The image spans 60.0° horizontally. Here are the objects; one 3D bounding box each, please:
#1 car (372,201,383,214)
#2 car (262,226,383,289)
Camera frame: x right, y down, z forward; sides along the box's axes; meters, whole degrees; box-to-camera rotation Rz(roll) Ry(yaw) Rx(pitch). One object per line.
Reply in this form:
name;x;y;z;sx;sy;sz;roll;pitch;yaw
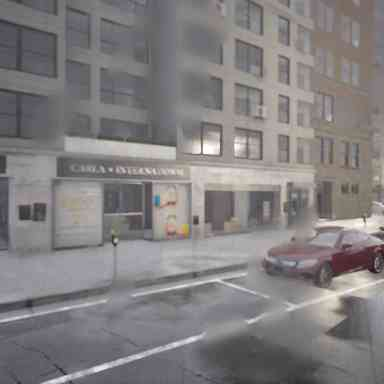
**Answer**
car;19.320;1.734;35.247;1.812;1.442;4.674;0;0;-37
car;3.809;1.627;9.264;4.206;1.307;1.802;0;0;-36
